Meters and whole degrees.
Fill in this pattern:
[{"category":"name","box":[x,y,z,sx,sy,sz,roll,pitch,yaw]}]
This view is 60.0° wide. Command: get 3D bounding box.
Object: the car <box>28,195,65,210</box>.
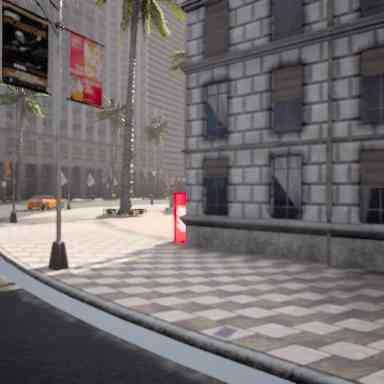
[{"category":"car","box":[-16.549,1.120,38.089,2.097,1.767,4.553,0,0,13]}]
